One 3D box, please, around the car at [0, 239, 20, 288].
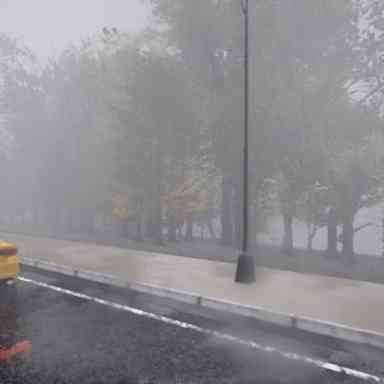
[{"bbox_3d":[-6.158,1.506,8.047,5.008,1.535,1.882,-1,0,35],"label":"car"}]
